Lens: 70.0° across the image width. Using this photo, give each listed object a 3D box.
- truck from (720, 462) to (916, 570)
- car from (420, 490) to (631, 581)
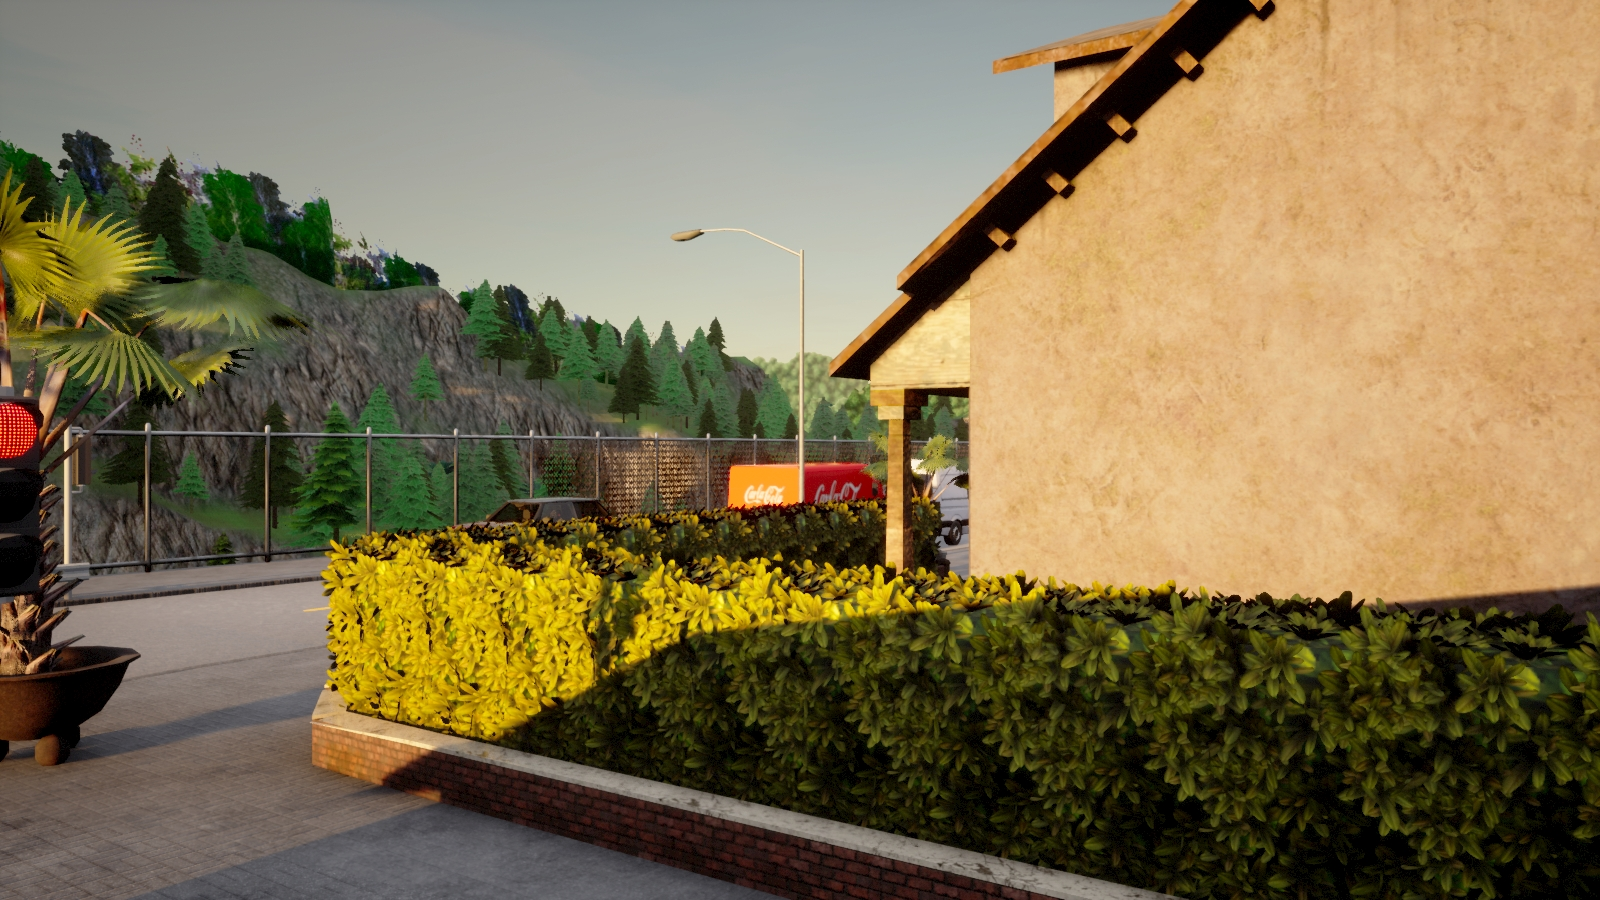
[{"bbox_3d":[0.584,1.568,29.600,2.627,2.467,5.204,0,0,35],"label":"truck"},{"bbox_3d":[-6.312,1.906,26.765,2.097,1.767,4.553,0,0,35],"label":"car"}]
